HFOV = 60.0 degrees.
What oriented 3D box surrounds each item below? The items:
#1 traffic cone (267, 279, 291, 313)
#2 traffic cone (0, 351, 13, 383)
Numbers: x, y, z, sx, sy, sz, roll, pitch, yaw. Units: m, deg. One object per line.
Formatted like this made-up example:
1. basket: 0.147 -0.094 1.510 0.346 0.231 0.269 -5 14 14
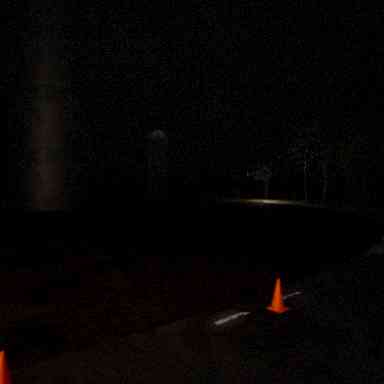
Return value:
1. traffic cone: 1.702 2.001 6.537 0.340 0.580 0.340 1 0 -42
2. traffic cone: -1.981 1.968 3.489 0.340 0.580 0.340 0 0 -37
